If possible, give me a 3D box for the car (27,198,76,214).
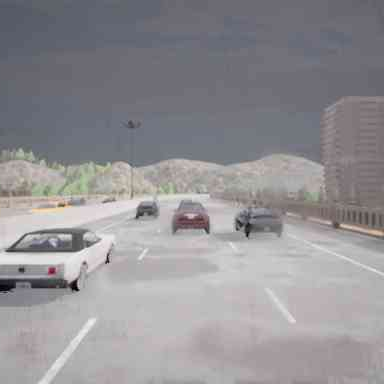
[{"bbox_3d":[-10.919,1.516,25.645,1.882,1.535,5.008,0,0,-2],"label":"car"}]

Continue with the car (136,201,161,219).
[{"bbox_3d":[-3.836,1.549,29.473,1.837,1.490,4.892,0,0,-2],"label":"car"}]

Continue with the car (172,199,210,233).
[{"bbox_3d":[-0.090,1.382,19.945,2.097,1.767,4.553,0,0,-1],"label":"car"}]

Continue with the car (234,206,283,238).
[{"bbox_3d":[3.455,1.519,17.917,2.128,1.511,4.902,0,0,-1],"label":"car"}]

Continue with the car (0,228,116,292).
[{"bbox_3d":[-3.423,1.614,8.958,1.895,1.301,4.718,0,0,0],"label":"car"}]

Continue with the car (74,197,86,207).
[{"bbox_3d":[-18.658,1.607,54.280,1.812,1.442,4.674,0,0,-1],"label":"car"}]

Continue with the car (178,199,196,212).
[{"bbox_3d":[-0.656,1.609,40.925,2.033,1.411,5.357,0,0,-2],"label":"car"}]

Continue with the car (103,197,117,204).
[{"bbox_3d":[-15.379,1.702,62.624,1.994,1.385,4.181,0,0,-2],"label":"car"}]
